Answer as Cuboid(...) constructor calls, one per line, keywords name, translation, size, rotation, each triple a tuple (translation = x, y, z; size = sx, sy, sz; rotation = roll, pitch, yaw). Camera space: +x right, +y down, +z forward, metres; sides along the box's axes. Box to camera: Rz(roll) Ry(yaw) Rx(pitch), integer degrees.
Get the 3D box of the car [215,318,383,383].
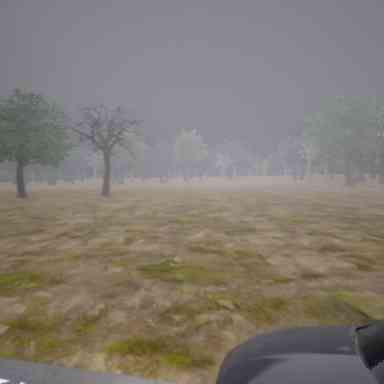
Cuboid(name="car", translation=(2.509, 1.519, 2.167), size=(4.892, 1.490, 1.837), rotation=(0, 0, 14))
